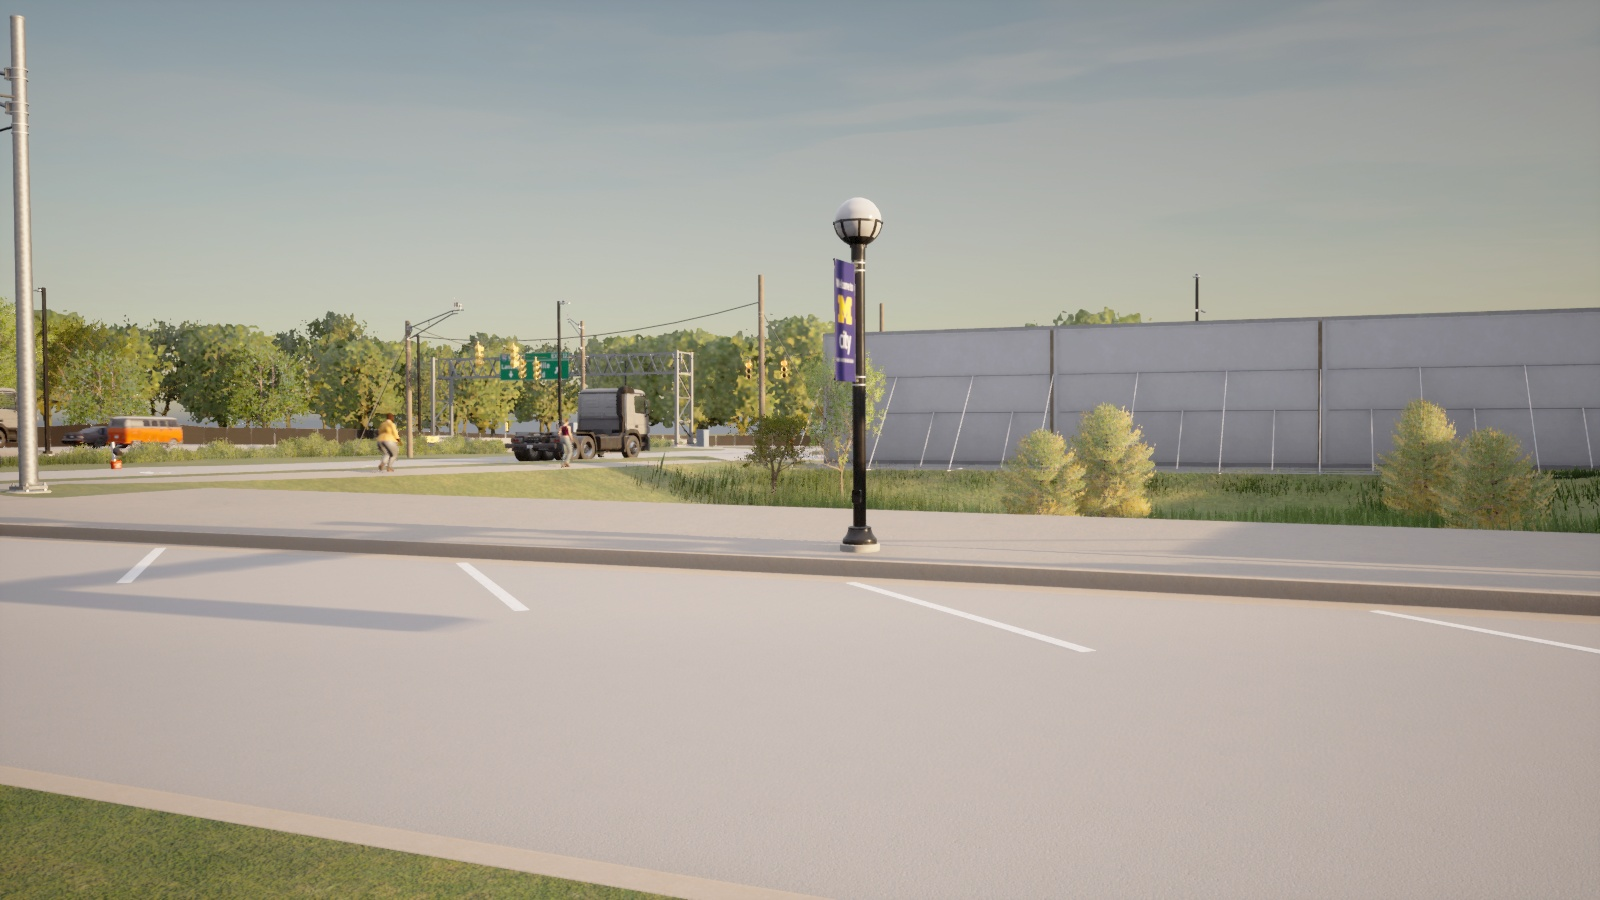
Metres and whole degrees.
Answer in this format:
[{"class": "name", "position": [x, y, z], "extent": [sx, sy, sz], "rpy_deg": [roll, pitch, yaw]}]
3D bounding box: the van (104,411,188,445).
[{"class": "van", "position": [-39.683, -1.326, 76.302], "extent": [1.775, 1.987, 4.442], "rpy_deg": [1, 0, 23]}]

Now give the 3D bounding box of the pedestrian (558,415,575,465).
[{"class": "pedestrian", "position": [-8.489, -0.370, 45.627], "extent": [0.345, 1.836, 0.594], "rpy_deg": [1, 2, 23]}]

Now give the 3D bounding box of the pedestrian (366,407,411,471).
[{"class": "pedestrian", "position": [-12.170, -0.346, 37.136], "extent": [0.874, 1.855, 0.900], "rpy_deg": [1, 2, 23]}]

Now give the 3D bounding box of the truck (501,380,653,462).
[{"class": "truck", "position": [-9.984, -1.306, 57.264], "extent": [2.891, 3.462, 7.936], "rpy_deg": [1, 1, 24]}]

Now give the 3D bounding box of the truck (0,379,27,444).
[{"class": "truck", "position": [-44.548, -2.049, 64.627], "extent": [2.891, 3.462, 7.936], "rpy_deg": [1, 0, 23]}]

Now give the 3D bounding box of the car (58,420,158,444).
[{"class": "car", "position": [-42.829, -1.072, 77.861], "extent": [2.033, 1.411, 5.357], "rpy_deg": [1, 0, 23]}]
